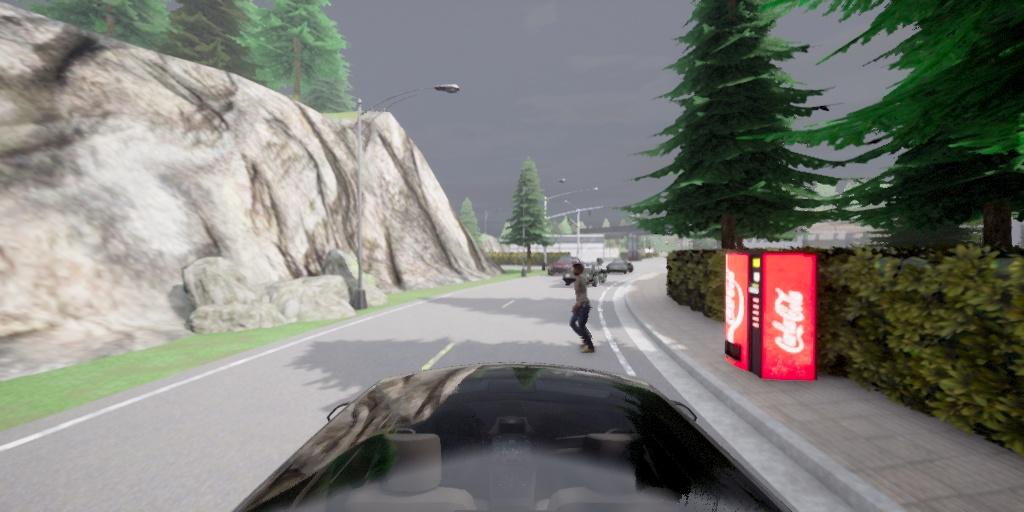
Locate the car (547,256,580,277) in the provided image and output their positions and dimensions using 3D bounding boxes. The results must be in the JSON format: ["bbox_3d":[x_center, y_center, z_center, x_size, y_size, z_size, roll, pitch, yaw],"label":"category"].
[{"bbox_3d":[4.676,0.828,30.934,2.097,1.767,4.553,0,1,27],"label":"car"}]

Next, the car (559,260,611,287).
[{"bbox_3d":[4.705,1.157,22.571,1.895,1.301,4.718,0,1,24],"label":"car"}]

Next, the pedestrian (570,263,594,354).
[{"bbox_3d":[1.379,0.993,7.144,0.375,1.860,0.375,0,1,7],"label":"pedestrian"}]

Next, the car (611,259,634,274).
[{"bbox_3d":[10.487,1.010,34.672,1.994,1.385,4.181,0,1,29],"label":"car"}]

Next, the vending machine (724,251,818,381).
[{"bbox_3d":[4.111,0.910,5.802,1.100,2.100,0.880,0,0,6],"label":"vending machine"}]
